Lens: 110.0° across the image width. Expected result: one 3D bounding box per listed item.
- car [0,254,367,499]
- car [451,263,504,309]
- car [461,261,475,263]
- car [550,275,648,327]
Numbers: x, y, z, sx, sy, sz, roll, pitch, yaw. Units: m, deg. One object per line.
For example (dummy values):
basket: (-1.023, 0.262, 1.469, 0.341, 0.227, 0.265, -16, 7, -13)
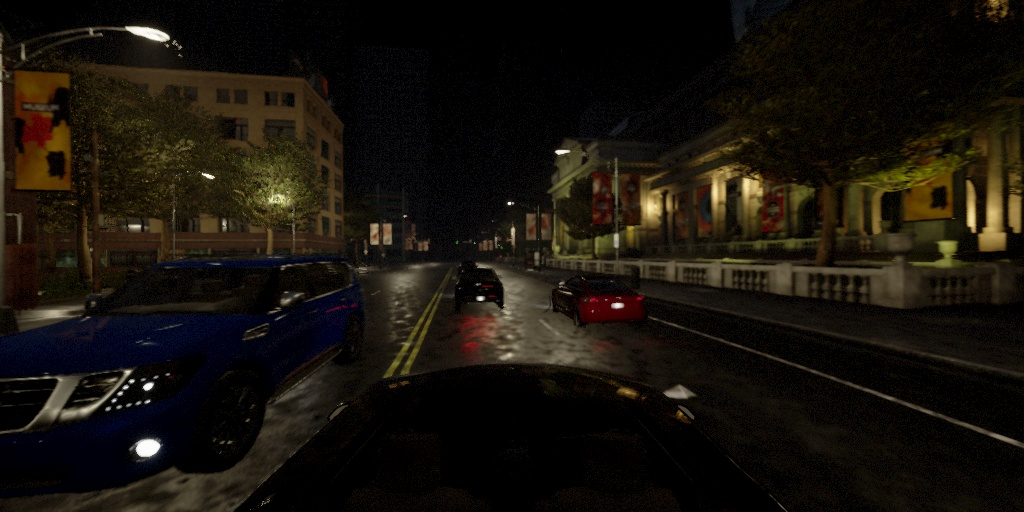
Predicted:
car: (-3.864, 0.999, 5.119, 2.150, 2.045, 5.566, 0, 0, -5)
car: (-1.436, 1.243, 14.996, 1.837, 1.490, 4.892, 0, 0, -8)
car: (-4.081, 1.232, 33.089, 1.837, 1.490, 4.892, -1, 0, -8)
car: (2.542, 1.273, 11.417, 1.994, 1.385, 4.181, -1, 0, -7)
